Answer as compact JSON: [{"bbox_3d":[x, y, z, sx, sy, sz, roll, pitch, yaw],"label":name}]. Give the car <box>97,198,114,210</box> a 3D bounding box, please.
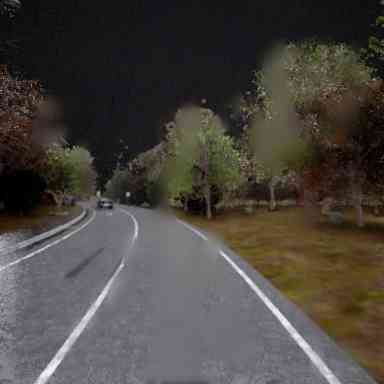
[{"bbox_3d":[-11.837,1.546,45.207,2.128,1.511,4.902,2,-1,-20],"label":"car"}]
